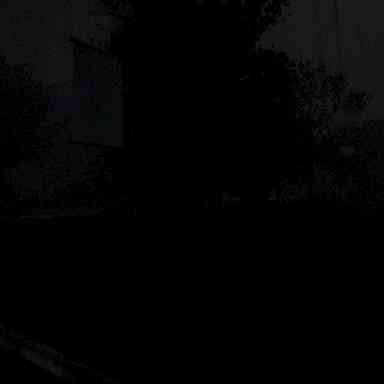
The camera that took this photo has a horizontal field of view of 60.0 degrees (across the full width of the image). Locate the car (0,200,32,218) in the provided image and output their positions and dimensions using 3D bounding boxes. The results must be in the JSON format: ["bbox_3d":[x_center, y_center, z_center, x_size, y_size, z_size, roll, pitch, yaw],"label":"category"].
[{"bbox_3d":[-15.995,1.438,27.717,2.128,1.511,4.902,0,0,39],"label":"car"}]
